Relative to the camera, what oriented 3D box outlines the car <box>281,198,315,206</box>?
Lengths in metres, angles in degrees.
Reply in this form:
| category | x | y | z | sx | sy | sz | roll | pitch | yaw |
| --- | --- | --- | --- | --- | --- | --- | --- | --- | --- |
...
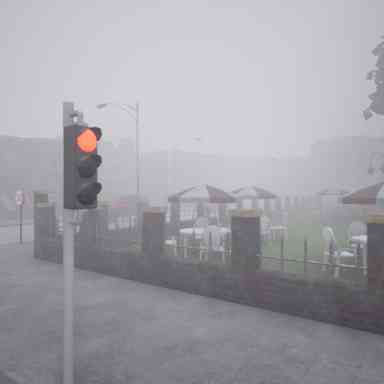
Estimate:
| category | x | y | z | sx | sy | sz | roll | pitch | yaw |
| --- | --- | --- | --- | --- | --- | --- | --- | --- | --- |
| car | 15.103 | 1.534 | 47.469 | 4.674 | 1.442 | 1.812 | 0 | 0 | 3 |

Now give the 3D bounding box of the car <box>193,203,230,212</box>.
| category | x | y | z | sx | sy | sz | roll | pitch | yaw |
| --- | --- | --- | --- | --- | --- | --- | --- | --- | --- |
| car | 2.352 | 1.218 | 38.587 | 2.150 | 2.045 | 5.566 | 0 | 0 | 34 |

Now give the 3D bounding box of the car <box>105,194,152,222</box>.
| category | x | y | z | sx | sy | sz | roll | pitch | yaw |
| --- | --- | --- | --- | --- | --- | --- | --- | --- | --- |
| car | -5.660 | 1.220 | 27.075 | 2.150 | 2.045 | 5.566 | 0 | 0 | 35 |

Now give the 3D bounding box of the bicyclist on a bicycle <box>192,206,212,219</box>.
| category | x | y | z | sx | sy | sz | roll | pitch | yaw |
| --- | --- | --- | --- | --- | --- | --- | --- | --- | --- |
| bicyclist on a bicycle | 0.664 | 1.339 | 21.467 | 1.656 | 1.620 | 0.582 | 0 | 0 | 36 |
